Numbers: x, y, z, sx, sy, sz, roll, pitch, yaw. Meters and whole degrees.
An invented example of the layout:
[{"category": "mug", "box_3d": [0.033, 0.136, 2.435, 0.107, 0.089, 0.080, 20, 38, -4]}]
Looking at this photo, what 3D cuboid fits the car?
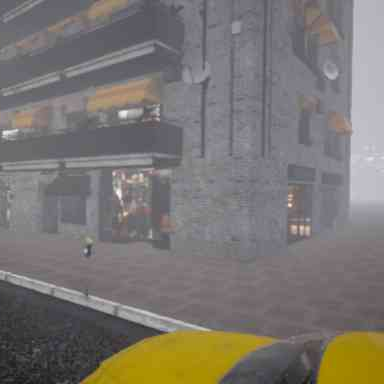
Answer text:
[{"category": "car", "box_3d": [1.170, 1.526, 1.981, 4.829, 1.417, 1.752, 0, 1, 36]}]
